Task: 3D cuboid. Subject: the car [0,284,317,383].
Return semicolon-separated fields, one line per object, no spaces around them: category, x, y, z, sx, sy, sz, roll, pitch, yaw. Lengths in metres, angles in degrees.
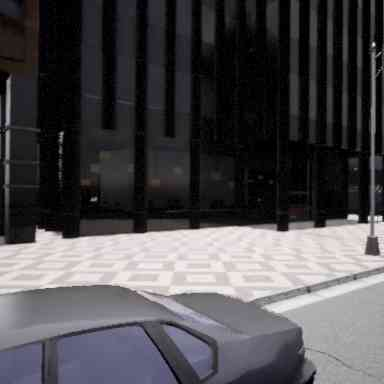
car;-1.338;1.549;2.423;5.357;1.411;2.033;1;0;-35
